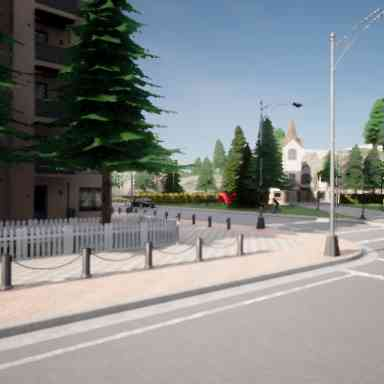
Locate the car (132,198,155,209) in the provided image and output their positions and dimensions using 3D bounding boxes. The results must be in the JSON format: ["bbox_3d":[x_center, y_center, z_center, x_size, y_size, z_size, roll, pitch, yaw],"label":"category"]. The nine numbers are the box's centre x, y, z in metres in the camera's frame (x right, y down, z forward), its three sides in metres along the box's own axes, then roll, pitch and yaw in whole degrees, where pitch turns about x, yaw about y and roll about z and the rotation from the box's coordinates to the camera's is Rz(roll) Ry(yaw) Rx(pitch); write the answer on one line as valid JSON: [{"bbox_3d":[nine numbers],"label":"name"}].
[{"bbox_3d":[-6.913,1.564,46.618,1.837,1.490,4.892,0,0,-35],"label":"car"}]

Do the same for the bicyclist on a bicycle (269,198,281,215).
[{"bbox_3d":[7.994,1.370,32.019,1.656,1.620,0.582,0,0,-35],"label":"bicyclist on a bicycle"}]
